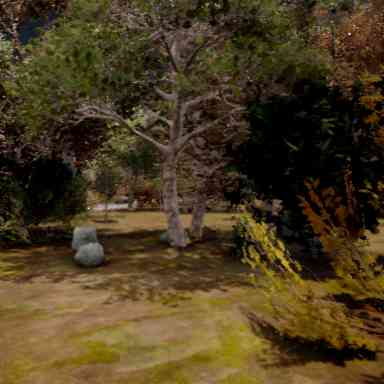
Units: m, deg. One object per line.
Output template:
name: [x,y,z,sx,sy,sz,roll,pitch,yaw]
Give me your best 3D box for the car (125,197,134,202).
car: [-12.373,1.492,60.268,2.033,1.411,5.357,-1,0,16]
